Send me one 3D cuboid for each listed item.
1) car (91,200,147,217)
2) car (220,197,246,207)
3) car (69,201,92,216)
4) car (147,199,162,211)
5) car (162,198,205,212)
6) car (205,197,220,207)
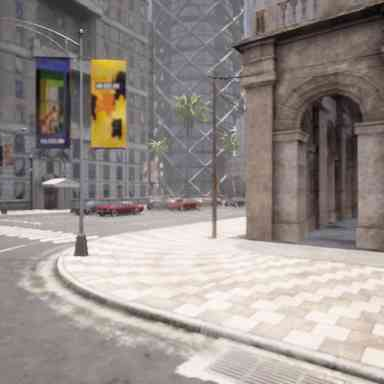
[{"bbox_3d":[-6.822,1.612,31.722,1.895,1.301,4.718,0,0,35],"label":"car"},{"bbox_3d":[6.626,1.516,50.489,1.837,1.490,4.892,0,0,36],"label":"car"},{"bbox_3d":[-9.645,1.560,33.792,2.033,1.411,5.357,0,0,35],"label":"car"},{"bbox_3d":[-3.858,1.576,41.942,1.994,1.385,4.181,0,0,36],"label":"car"},{"bbox_3d":[-0.906,1.489,40.052,1.882,1.535,5.008,0,0,36],"label":"car"},{"bbox_3d":[3.118,1.538,51.612,1.812,1.442,4.674,0,0,36],"label":"car"}]
